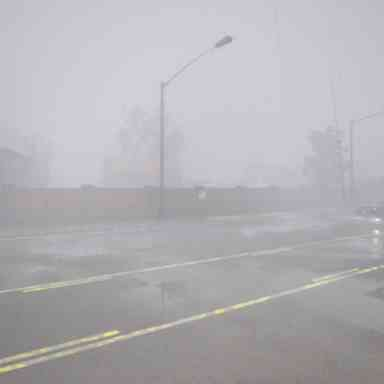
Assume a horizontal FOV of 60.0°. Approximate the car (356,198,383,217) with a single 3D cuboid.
[{"bbox_3d":[15.778,1.259,28.125,4.674,1.442,1.812,-1,1,-35],"label":"car"}]
